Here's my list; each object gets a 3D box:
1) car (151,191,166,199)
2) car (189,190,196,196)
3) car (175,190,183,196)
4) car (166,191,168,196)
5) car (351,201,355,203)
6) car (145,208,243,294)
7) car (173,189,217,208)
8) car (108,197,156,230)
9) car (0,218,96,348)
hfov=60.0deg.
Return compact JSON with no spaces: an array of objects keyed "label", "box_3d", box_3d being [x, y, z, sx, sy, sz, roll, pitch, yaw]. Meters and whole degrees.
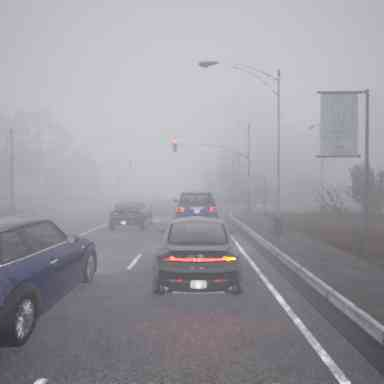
[{"label":"car","box_3d":[-6.872,0.558,65.831,1.812,1.442,4.674,0,1,1]},{"label":"car","box_3d":[0.188,0.209,85.936,1.882,1.535,5.008,0,1,0]},{"label":"car","box_3d":[-3.312,0.209,85.944,1.882,1.535,5.008,0,1,0]},{"label":"car","box_3d":[-6.822,0.345,81.288,2.033,1.411,5.357,0,1,0]},{"label":"car","box_3d":[22.960,0.932,41.645,5.357,1.411,2.033,0,1,3]},{"label":"car","box_3d":[0.119,1.380,8.394,1.837,1.490,4.892,0,1,0]},{"label":"car","box_3d":[0.164,0.952,18.237,2.150,2.045,5.566,0,1,-2]},{"label":"car","box_3d":[-3.359,1.227,18.768,1.837,1.490,4.892,0,1,0]},{"label":"car","box_3d":[-3.385,1.259,6.298,2.097,1.767,4.553,0,1,0]}]
